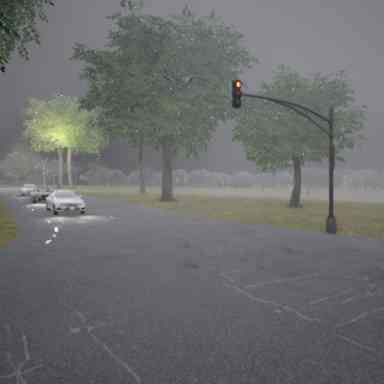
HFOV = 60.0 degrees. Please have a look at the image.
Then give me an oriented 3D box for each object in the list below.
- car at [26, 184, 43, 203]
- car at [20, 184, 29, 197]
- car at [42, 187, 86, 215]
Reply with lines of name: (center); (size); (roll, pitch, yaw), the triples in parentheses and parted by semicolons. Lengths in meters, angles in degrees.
car: (-13.593, 0.257, 30.407); (1.994, 1.385, 4.181); (0, 2, -31)
car: (-19.693, -0.217, 40.386); (1.812, 1.442, 4.674); (0, 2, -31)
car: (-8.365, 0.605, 21.863); (1.812, 1.442, 4.674); (0, 2, -31)
